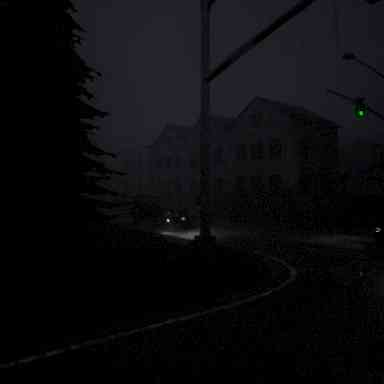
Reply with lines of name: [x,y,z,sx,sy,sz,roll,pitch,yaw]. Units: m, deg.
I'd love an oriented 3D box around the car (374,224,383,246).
car: [9.345,1.473,12.062,1.882,1.535,5.008,0,0,-35]

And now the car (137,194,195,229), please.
car: [-2.096,1.203,22.052,2.150,2.045,5.566,0,1,-35]
